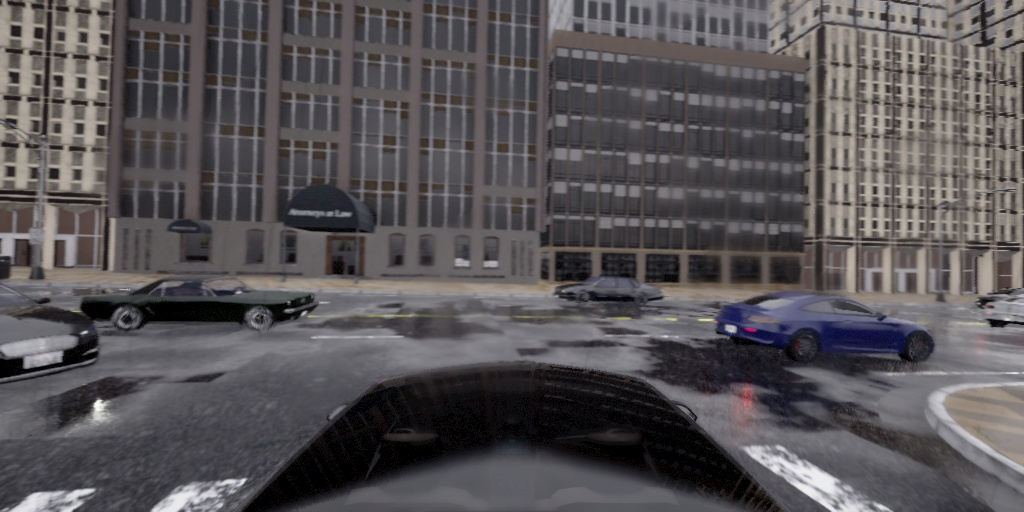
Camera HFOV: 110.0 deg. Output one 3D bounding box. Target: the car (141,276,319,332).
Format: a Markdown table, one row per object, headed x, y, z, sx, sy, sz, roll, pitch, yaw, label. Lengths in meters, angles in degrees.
| x | y | z | sx | sy | sz | roll | pitch | yaw | label |
| --- | --- | --- | --- | --- | --- | --- | --- | --- | --- |
| -7.948 | 1.216 | 9.617 | 4.718 | 1.301 | 1.895 | 2 | 0 | -8 | car |

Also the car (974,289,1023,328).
| x | y | z | sx | sy | sz | roll | pitch | yaw | label |
| --- | --- | --- | --- | --- | --- | --- | --- | --- | --- |
| 20.743 | 2.186 | 13.679 | 4.674 | 1.442 | 1.812 | 2 | -1 | -8 | car |

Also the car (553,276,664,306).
| x | y | z | sx | sy | sz | roll | pitch | yaw | label |
| --- | --- | --- | --- | --- | --- | --- | --- | --- | --- |
| 4.875 | 1.712 | 18.212 | 5.357 | 1.411 | 2.033 | 2 | -1 | -8 | car |

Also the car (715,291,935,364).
| x | y | z | sx | sy | sz | roll | pitch | yaw | label |
| --- | --- | --- | --- | --- | --- | --- | --- | --- | --- |
| 7.253 | 1.586 | 8.504 | 4.674 | 1.442 | 1.812 | 2 | -1 | -8 | car |

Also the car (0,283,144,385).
| x | y | z | sx | sy | sz | roll | pitch | yaw | label |
| --- | --- | --- | --- | --- | --- | --- | --- | --- | --- |
| -8.793 | 1.001 | 5.226 | 4.902 | 1.511 | 2.128 | 4 | -2 | 8 | car |
